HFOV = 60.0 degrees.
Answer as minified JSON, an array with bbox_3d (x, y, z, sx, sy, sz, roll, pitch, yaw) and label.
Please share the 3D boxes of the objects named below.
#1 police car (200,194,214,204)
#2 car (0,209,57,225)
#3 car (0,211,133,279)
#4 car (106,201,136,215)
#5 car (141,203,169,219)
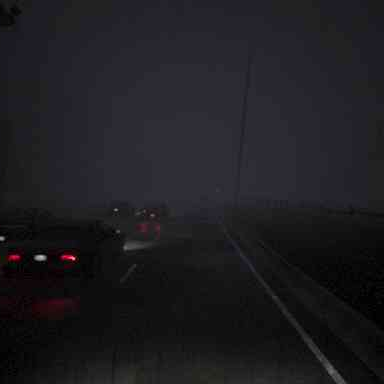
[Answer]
[{"bbox_3d":[2.411,1.313,59.259,1.930,1.638,5.238,0,0,2],"label":"police car"},{"bbox_3d":[-6.830,1.464,14.474,2.128,1.511,4.902,0,0,1],"label":"car"},{"bbox_3d":[-3.387,1.528,9.987,2.033,1.411,5.357,0,0,0],"label":"car"},{"bbox_3d":[-6.470,1.506,30.570,1.994,1.385,4.181,0,0,2],"label":"car"},{"bbox_3d":[-3.028,1.547,28.337,1.895,1.301,4.718,0,0,1],"label":"car"}]
